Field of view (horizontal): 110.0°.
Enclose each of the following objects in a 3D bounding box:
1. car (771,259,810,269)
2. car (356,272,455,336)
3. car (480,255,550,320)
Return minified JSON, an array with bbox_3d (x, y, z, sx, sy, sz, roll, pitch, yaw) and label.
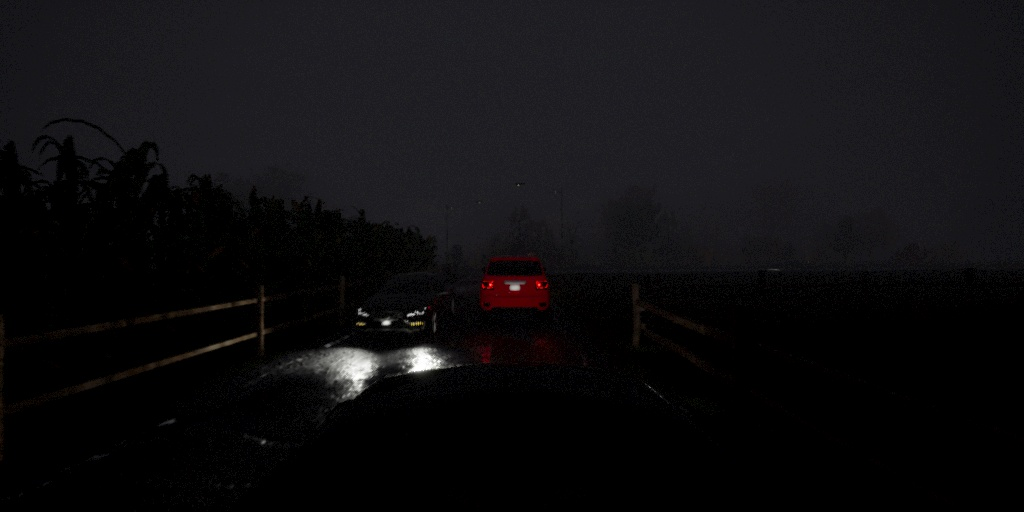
[{"bbox_3d":[36.984,1.059,47.683,4.181,1.385,1.994,-1,0,1],"label":"car"},{"bbox_3d":[-2.853,1.270,10.570,1.837,1.490,4.892,0,0,0],"label":"car"},{"bbox_3d":[0.089,0.991,12.866,2.150,2.045,5.566,0,0,0],"label":"car"}]
